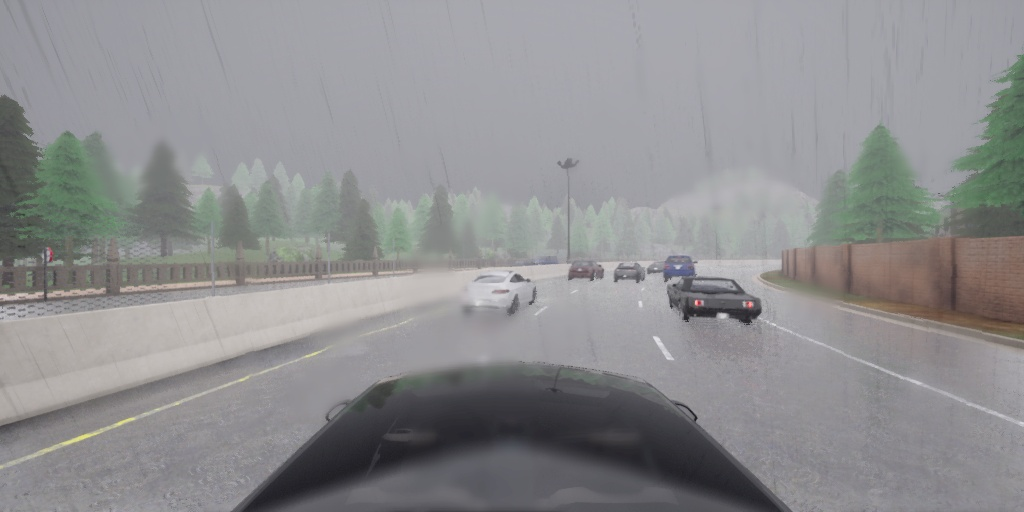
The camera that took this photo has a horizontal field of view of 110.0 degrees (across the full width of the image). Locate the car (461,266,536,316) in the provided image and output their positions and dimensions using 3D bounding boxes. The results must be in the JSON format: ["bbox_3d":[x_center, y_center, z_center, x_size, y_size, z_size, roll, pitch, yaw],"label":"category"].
[{"bbox_3d":[-0.374,1.275,13.475,1.812,1.442,4.674,0,0,16],"label":"car"}]

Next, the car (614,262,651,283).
[{"bbox_3d":[9.285,1.241,28.112,2.128,1.511,4.902,0,0,27],"label":"car"}]

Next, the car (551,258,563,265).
[{"bbox_3d":[7.565,1.296,45.857,2.033,1.411,5.357,0,0,36],"label":"car"}]

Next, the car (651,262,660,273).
[{"bbox_3d":[16.433,1.313,39.778,1.994,1.385,4.181,0,0,34],"label":"car"}]

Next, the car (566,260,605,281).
[{"bbox_3d":[6.276,1.101,29.887,2.097,1.767,4.553,0,0,27],"label":"car"}]

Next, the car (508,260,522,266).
[{"bbox_3d":[1.460,1.296,49.317,2.033,1.411,5.357,0,0,35],"label":"car"}]

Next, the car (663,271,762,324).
[{"bbox_3d":[6.445,1.351,12.023,1.895,1.301,4.718,0,0,17],"label":"car"}]

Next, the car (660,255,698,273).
[{"bbox_3d":[13.636,0.971,28.961,2.150,2.045,5.566,0,0,29],"label":"car"}]

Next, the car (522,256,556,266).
[{"bbox_3d":[4.096,0.972,46.983,2.150,2.045,5.566,0,0,35],"label":"car"}]
